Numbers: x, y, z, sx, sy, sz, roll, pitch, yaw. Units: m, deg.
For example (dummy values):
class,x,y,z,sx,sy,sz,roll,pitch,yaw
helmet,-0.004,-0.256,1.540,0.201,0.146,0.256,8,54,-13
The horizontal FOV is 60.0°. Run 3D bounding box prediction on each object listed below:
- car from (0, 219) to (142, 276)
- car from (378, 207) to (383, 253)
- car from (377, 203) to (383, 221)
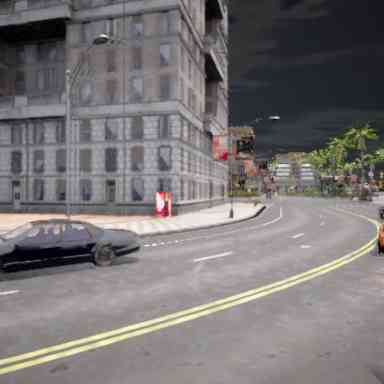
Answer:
class,x,y,z,sx,sy,sz,roll,pitch,yaw
car,-4.177,1.537,9.762,5.357,1.411,2.033,0,0,-37
car,8.666,1.339,12.804,2.097,1.767,4.553,0,0,38
car,15.672,1.574,25.546,1.895,1.301,4.718,0,0,21
